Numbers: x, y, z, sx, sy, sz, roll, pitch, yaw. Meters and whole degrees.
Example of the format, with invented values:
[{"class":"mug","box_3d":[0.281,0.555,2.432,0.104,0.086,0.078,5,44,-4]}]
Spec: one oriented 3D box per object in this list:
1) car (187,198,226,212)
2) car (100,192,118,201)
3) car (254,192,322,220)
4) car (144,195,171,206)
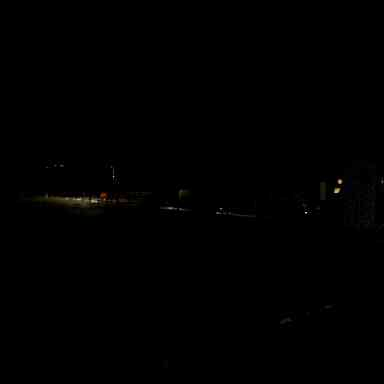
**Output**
[{"class":"car","box_3d":[1.588,1.320,34.704,1.895,1.301,4.718,1,0,-36]},{"class":"car","box_3d":[-15.939,0.738,63.675,2.097,1.767,4.553,1,0,-34]},{"class":"car","box_3d":[7.497,1.044,26.627,2.150,2.045,5.566,1,0,-36]},{"class":"car","box_3d":[-4.522,1.101,43.080,2.128,1.511,4.902,1,0,-36]}]
